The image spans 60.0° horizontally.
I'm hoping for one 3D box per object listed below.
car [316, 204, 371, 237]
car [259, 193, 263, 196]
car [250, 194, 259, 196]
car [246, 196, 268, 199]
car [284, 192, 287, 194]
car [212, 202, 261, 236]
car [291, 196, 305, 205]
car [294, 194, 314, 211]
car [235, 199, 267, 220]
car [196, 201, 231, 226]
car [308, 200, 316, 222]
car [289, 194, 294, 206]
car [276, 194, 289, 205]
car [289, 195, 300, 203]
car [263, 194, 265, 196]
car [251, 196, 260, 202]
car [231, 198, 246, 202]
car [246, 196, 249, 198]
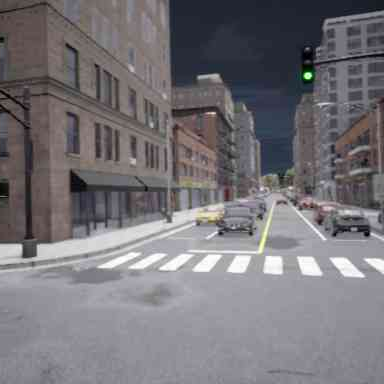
[{"bbox_3d":[7.859,1.454,17.134,2.008,1.369,4.403,-1,0,14],"label":"car"},{"bbox_3d":[12.778,1.338,68.656,2.192,1.841,5.009,-1,0,14],"label":"car"},{"bbox_3d":[9.960,1.478,57.649,1.967,1.590,4.097,-1,0,14],"label":"car"},{"bbox_3d":[7.687,1.552,38.509,2.033,1.411,5.357,-1,0,14],"label":"car"},{"bbox_3d":[26.201,1.343,88.684,1.887,1.381,4.507,-1,0,14],"label":"car"},{"bbox_3d":[2.651,1.534,18.870,1.837,1.490,4.892,-1,0,14],"label":"car"},{"bbox_3d":[17.736,1.418,55.660,1.947,1.339,4.313,-1,0,14],"label":"car"},{"bbox_3d":[13.500,1.315,39.149,1.967,1.590,4.097,-1,0,14],"label":"car"},{"bbox_3d":[5.111,1.581,28.466,1.994,1.385,4.181,-1,0,14],"label":"car"},{"bbox_3d":[1.455,1.608,24.464,1.752,1.417,4.829,-1,0,14],"label":"car"},{"bbox_3d":[9.270,1.478,22.637,1.802,1.307,4.206,-1,0,14],"label":"car"},{"bbox_3d":[16.319,1.175,50.158,2.192,1.841,5.009,-1,0,14],"label":"car"},{"bbox_3d":[15.223,1.513,56.443,1.895,1.301,4.718,-1,0,14],"label":"car"},{"bbox_3d":[20.557,1.403,66.668,1.947,1.339,4.313,-1,0,14],"label":"car"},{"bbox_3d":[17.017,1.577,85.165,1.802,1.307,4.206,-1,0,14],"label":"car"},{"bbox_3d":[14.196,1.597,74.158,1.802,1.307,4.206,-1,0,14],"label":"car"},{"bbox_3d":[4.320,1.634,35.635,1.947,1.339,4.313,-1,0,14],"label":"car"},{"bbox_3d":[7.141,1.604,46.642,2.008,1.369,4.403,-1,0,14],"label":"car"}]
